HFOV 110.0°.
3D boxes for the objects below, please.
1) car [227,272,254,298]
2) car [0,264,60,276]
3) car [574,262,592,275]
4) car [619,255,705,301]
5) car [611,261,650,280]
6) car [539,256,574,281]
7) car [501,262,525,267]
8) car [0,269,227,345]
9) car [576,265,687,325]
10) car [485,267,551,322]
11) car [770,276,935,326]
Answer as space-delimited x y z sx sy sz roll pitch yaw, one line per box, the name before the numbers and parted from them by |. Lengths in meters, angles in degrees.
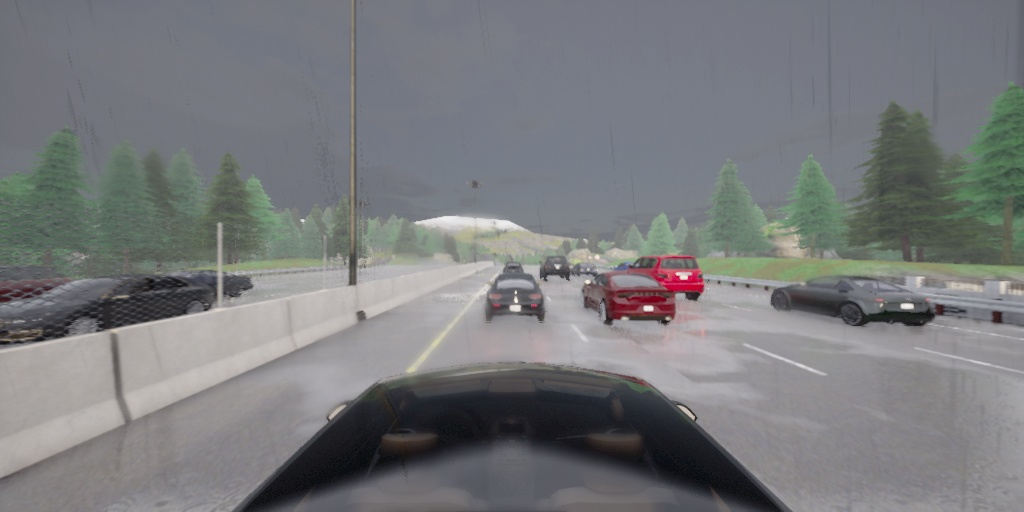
car | -14.048 1.304 15.836 2.033 1.411 5.357 0 0 1
car | -17.573 1.103 11.723 2.097 1.767 4.553 0 0 0
car | 7.106 1.332 35.840 2.033 1.411 5.357 0 0 0
car | 7.104 0.983 17.491 2.150 2.045 5.566 0 0 0
car | 10.604 1.257 32.574 1.882 1.535 5.008 0 0 0
car | 3.606 0.999 30.848 2.150 2.045 5.566 0 0 0
car | 0.107 1.285 33.132 1.837 1.490 4.892 0 0 0
car | -10.582 1.255 9.595 1.837 1.490 4.892 0 0 0
car | 3.602 1.232 11.938 1.882 1.535 5.008 0 0 0
car | 0.101 1.280 12.194 1.812 1.442 4.674 0 0 0
car | 10.601 1.320 11.624 1.994 1.385 4.181 0 0 0
